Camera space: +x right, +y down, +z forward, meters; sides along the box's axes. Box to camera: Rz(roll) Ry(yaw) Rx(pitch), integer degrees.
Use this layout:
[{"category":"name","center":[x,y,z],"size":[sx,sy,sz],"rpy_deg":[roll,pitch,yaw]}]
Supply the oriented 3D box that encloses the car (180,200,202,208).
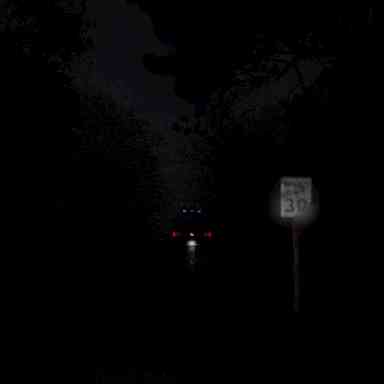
[{"category":"car","center":[-0.005,1.620,29.683],"size":[1.895,1.301,4.718],"rpy_deg":[0,0,0]}]

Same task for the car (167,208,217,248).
[{"category":"car","center":[0.000,1.617,14.680],"size":[1.895,1.301,4.718],"rpy_deg":[0,0,0]}]

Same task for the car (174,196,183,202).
[{"category":"car","center":[-2.974,1.582,76.711],"size":[1.812,1.442,4.674],"rpy_deg":[0,-1,0]}]
